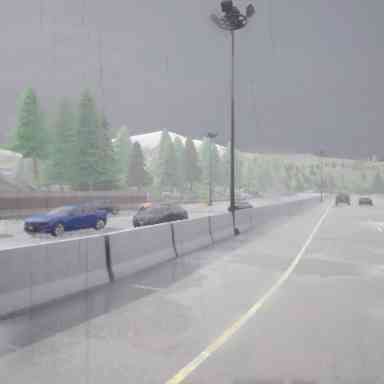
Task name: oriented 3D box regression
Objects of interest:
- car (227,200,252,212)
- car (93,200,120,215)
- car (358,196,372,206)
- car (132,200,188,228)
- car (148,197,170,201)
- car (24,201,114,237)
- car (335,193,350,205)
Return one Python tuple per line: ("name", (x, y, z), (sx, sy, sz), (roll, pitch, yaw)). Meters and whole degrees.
("car", (5.351, 1.564, 37.008), (1.994, 1.385, 4.181), (0, 0, 24))
("car", (-8.740, 1.492, 31.097), (2.128, 1.511, 4.902), (0, 0, 24))
("car", (29.447, 1.490, 56.580), (2.128, 1.511, 4.902), (0, 0, 24))
("car", (-1.851, 1.506, 20.815), (1.837, 1.490, 4.892), (0, 0, 24))
("car", (-3.642, 1.351, 34.076), (2.097, 1.767, 4.553), (0, 0, 24))
("car", (-6.779, 1.477, 18.376), (1.882, 1.535, 5.008), (0, 0, 24))
("car", (25.960, 1.222, 57.347), (2.150, 2.045, 5.566), (0, 0, 24))
